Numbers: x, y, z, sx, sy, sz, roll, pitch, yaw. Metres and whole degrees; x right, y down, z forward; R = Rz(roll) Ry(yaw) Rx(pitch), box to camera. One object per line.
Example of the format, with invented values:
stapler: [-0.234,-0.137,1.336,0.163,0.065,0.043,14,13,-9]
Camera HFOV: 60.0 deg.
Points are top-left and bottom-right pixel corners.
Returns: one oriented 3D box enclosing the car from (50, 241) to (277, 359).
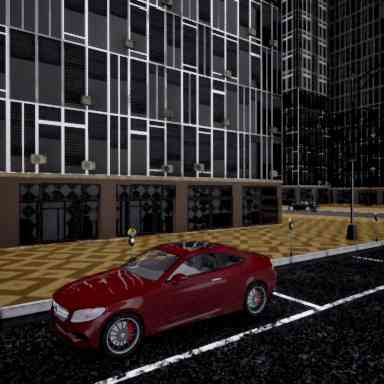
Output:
car: [-0.253,1.582,5.919,4.206,1.307,1.802,0,0,-36]

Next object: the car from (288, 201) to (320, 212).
car: [15.129,1.898,45.261,2.008,1.369,4.403,-1,0,-36]
